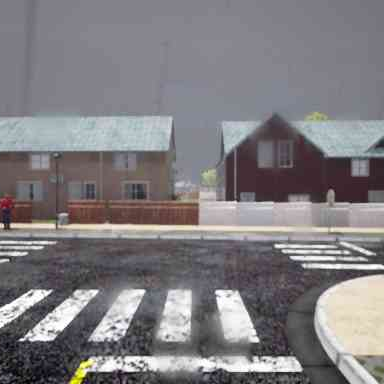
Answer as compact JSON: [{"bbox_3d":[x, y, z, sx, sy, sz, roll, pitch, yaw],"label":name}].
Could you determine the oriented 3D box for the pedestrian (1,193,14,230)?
[{"bbox_3d":[-9.318,0.960,16.740,0.375,1.860,0.375,0,0,1],"label":"pedestrian"}]
